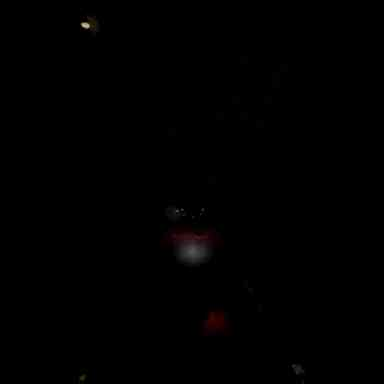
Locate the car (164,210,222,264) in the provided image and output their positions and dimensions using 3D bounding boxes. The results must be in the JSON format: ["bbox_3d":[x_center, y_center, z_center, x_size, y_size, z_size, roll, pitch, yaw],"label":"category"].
[{"bbox_3d":[0.046,1.632,12.394,2.128,1.511,4.902,0,-1,0],"label":"car"}]

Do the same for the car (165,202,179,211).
[{"bbox_3d":[-2.791,2.100,49.086,1.994,1.385,4.181,0,-1,1],"label":"car"}]

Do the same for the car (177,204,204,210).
[{"bbox_3d":[0.051,1.871,27.528,1.994,1.385,4.181,0,0,0],"label":"car"}]
